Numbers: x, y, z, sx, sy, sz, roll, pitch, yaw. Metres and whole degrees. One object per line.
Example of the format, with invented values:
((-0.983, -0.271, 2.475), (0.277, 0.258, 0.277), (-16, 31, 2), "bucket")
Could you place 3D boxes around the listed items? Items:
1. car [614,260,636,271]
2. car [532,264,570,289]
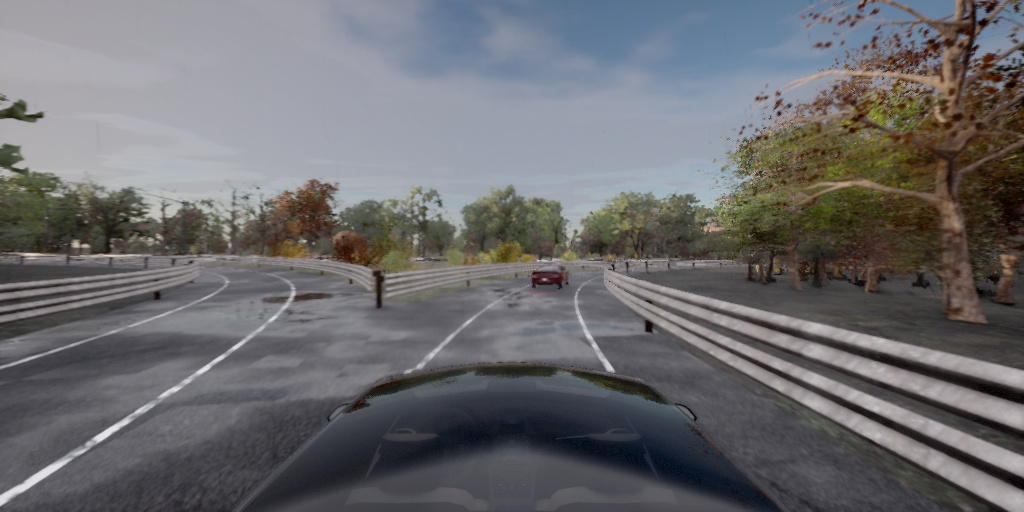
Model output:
((16.345, 1.345, 51.666), (1.837, 1.490, 4.892), (-2, -2, 38), "car")
((2.655, 1.262, 23.704), (1.882, 1.535, 5.008), (-1, -1, 17), "car")
